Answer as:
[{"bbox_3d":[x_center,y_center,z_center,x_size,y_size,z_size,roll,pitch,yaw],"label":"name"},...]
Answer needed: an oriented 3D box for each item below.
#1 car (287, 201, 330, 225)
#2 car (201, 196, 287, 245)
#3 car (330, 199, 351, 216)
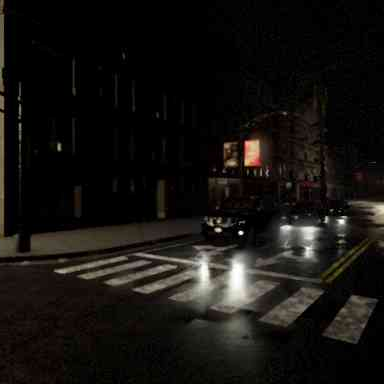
[{"bbox_3d":[8.386,1.486,24.348,1.837,1.490,4.892,0,0,35],"label":"car"},{"bbox_3d":[2.575,1.216,16.101,2.150,2.045,5.566,0,0,33],"label":"car"},{"bbox_3d":[14.319,1.471,32.801,1.837,1.490,4.892,0,0,35],"label":"car"}]
